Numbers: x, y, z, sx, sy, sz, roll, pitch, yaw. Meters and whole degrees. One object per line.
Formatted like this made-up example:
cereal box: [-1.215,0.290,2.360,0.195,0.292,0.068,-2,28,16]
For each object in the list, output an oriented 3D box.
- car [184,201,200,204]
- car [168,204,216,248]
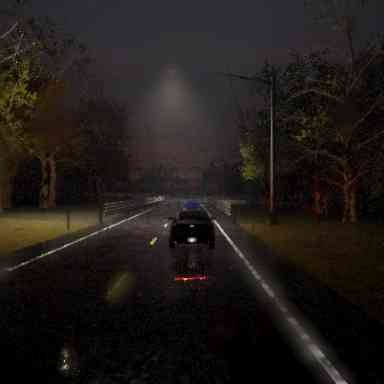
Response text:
car: [0.000,1.528,29.651,1.812,1.442,4.674,0,0,0]
car: [0.000,1.513,14.650,1.837,1.490,4.892,0,0,0]
